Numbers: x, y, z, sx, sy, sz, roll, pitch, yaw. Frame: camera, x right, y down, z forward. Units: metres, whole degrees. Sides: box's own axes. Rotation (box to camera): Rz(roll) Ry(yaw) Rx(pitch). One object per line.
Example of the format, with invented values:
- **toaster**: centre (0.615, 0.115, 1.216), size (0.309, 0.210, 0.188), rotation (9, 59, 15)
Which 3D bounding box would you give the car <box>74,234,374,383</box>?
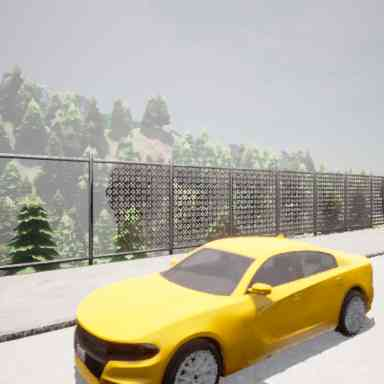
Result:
- **car**: centre (0.819, 1.477, 5.080), size (5.008, 1.535, 1.882), rotation (0, 0, -36)
